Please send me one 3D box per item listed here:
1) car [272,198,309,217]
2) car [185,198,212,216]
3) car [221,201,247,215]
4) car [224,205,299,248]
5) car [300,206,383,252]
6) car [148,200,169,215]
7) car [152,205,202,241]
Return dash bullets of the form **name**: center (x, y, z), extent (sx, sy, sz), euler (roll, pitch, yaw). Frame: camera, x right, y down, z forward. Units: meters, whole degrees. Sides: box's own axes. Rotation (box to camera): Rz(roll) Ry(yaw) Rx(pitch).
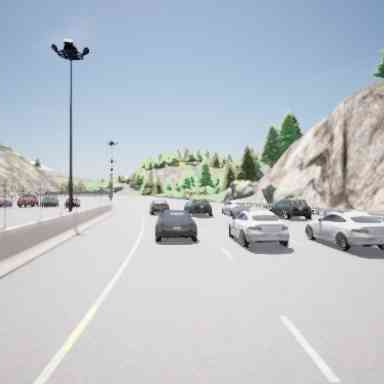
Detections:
- **car**: center (8.266, 1.354, 28.362), extent (2.097, 1.767, 4.553), euler (0, 0, -8)
- **car**: center (0.520, 1.374, 32.270), extent (2.097, 1.767, 4.553), euler (0, 0, -10)
- **car**: center (4.167, 1.540, 31.859), extent (1.812, 1.442, 4.674), euler (0, 0, -10)
- **car**: center (2.846, 1.530, 14.824), extent (1.812, 1.442, 4.674), euler (0, 0, -5)
- **car**: center (6.434, 1.522, 13.892), extent (1.812, 1.442, 4.674), euler (0, 0, -4)
- **car**: center (-3.418, 1.524, 34.413), extent (2.128, 1.511, 4.902), euler (0, 0, -11)
- **car**: center (-0.865, 1.578, 16.851), extent (1.994, 1.385, 4.181), euler (0, 0, -5)
